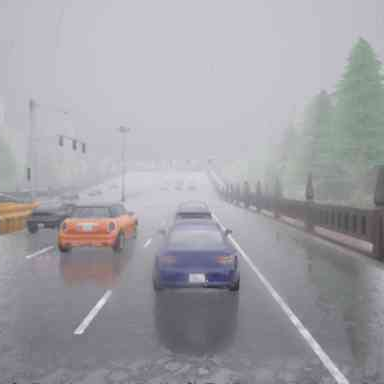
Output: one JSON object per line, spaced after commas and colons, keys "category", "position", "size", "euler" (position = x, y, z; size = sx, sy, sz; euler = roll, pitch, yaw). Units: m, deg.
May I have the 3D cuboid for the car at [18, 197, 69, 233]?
{"category": "car", "position": [-6.934, 1.257, 17.652], "size": [1.837, 1.490, 4.892], "euler": [0, 1, 0]}

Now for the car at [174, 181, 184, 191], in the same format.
{"category": "car", "position": [-3.569, -1.250, 86.181], "size": [1.837, 1.490, 4.892], "euler": [0, 8, 0]}

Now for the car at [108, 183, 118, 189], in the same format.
{"category": "car", "position": [-21.060, -1.632, 88.742], "size": [1.994, 1.385, 4.181], "euler": [0, 8, 0]}

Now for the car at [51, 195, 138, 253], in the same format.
{"category": "car", "position": [-3.424, 1.169, 13.008], "size": [2.097, 1.767, 4.553], "euler": [0, 1, 0]}

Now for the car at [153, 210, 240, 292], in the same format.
{"category": "car", "position": [0.086, 1.406, 8.464], "size": [1.812, 1.442, 4.674], "euler": [0, 1, 0]}

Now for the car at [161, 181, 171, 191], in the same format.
{"category": "car", "position": [-7.069, -1.226, 86.197], "size": [1.812, 1.442, 4.674], "euler": [0, 8, 0]}

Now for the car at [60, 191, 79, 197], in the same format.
{"category": "car", "position": [-21.156, 0.541, 57.587], "size": [2.097, 1.767, 4.553], "euler": [0, 1, 0]}

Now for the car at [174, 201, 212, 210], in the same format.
{"category": "car", "position": [0.067, 1.227, 17.808], "size": [1.882, 1.535, 5.008], "euler": [0, 1, 0]}

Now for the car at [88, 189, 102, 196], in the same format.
{"category": "car", "position": [-21.119, 0.140, 72.795], "size": [2.033, 1.411, 5.357], "euler": [0, 4, 0]}

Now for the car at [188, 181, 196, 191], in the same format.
{"category": "car", "position": [-0.069, -1.272, 86.167], "size": [1.882, 1.535, 5.008], "euler": [0, 8, 0]}

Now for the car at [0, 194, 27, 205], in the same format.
{"category": "car", "position": [-20.012, 1.007, 35.612], "size": [4.892, 1.490, 1.837], "euler": [0, 1, -16]}
